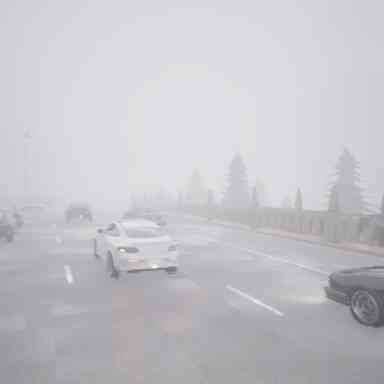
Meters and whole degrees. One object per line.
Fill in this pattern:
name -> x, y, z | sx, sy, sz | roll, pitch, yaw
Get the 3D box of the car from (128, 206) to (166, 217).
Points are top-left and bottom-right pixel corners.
car -> -3.255, 1.650, 22.099 | 2.033, 1.411, 5.357 | 1, 0, -24

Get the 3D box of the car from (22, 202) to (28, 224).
car -> -11.709, 1.474, 21.052 | 1.812, 1.442, 4.674 | 1, 0, -24

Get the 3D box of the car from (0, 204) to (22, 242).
car -> -9.278, 1.476, 15.566 | 1.812, 1.442, 4.674 | 1, 0, -24

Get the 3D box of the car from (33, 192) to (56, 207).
car -> -22.373, 1.325, 51.076 | 2.097, 1.767, 4.553 | 1, 0, -13

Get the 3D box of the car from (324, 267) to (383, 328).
car -> 4.482, 1.655, 4.622 | 2.033, 1.411, 5.357 | 1, -1, -24

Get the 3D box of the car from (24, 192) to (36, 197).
car -> -31.843, 1.041, 67.002 | 2.150, 2.045, 5.566 | 1, 0, -4

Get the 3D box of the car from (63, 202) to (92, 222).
car -> -9.220, 1.539, 26.915 | 1.837, 1.490, 4.892 | 1, 0, -24

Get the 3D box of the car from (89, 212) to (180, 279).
car -> -1.844, 1.566, 10.262 | 1.812, 1.442, 4.674 | 1, 0, -24

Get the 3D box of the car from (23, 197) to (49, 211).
car -> -18.703, 1.563, 39.899 | 1.895, 1.301, 4.718 | 1, 0, -20
